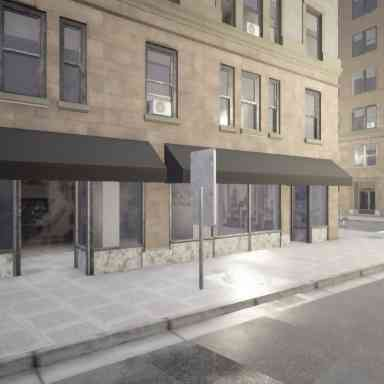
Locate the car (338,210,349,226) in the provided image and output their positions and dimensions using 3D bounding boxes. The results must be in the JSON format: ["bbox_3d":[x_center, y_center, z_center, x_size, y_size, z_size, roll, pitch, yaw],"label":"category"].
[{"bbox_3d":[8.204,1.389,22.694,2.097,1.767,4.553,0,0,-35],"label":"car"}]
